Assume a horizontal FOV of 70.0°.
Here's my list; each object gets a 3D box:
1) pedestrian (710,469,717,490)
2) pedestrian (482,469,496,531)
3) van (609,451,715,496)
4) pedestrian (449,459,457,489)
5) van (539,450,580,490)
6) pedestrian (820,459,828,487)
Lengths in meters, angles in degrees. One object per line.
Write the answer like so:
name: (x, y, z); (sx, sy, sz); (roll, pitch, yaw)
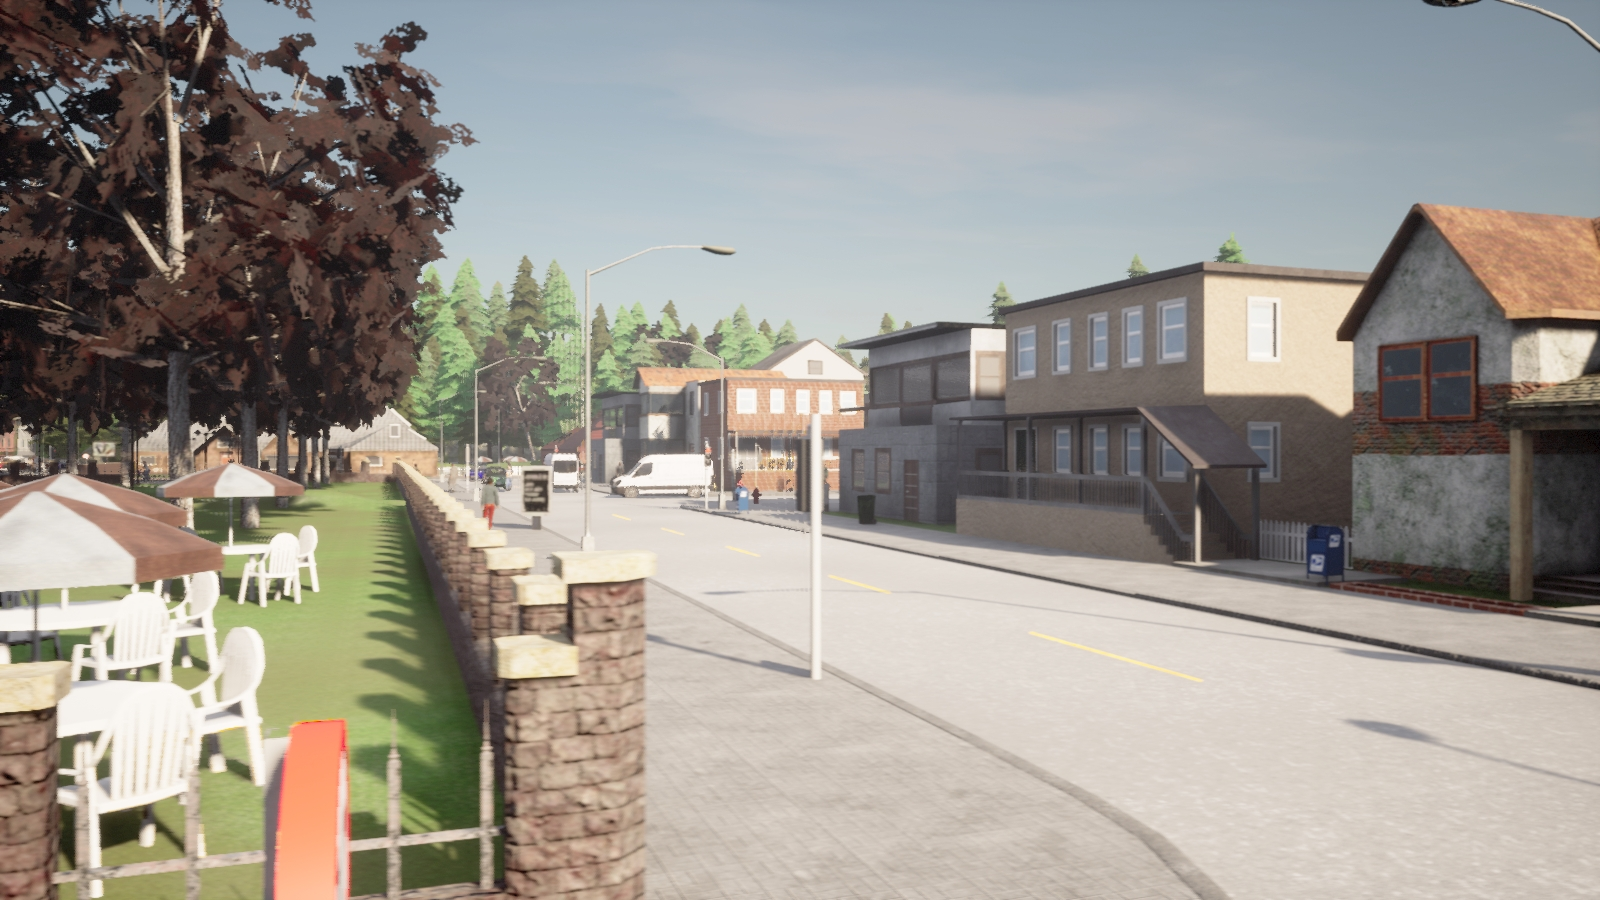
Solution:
pedestrian: (-5.291, 1.808, 69.756); (0.375, 1.300, 0.375); (0, 0, -12)
pedestrian: (-9.505, 1.525, 34.899); (0.375, 1.860, 0.375); (0, 0, -18)
van: (-8.089, 1.314, 66.815); (5.915, 2.561, 1.988); (0, 0, -16)
pedestrian: (-21.652, 1.525, 71.311); (0.375, 1.860, 0.375); (0, 0, 41)
van: (-16.390, 1.314, 77.701); (1.988, 2.561, 5.915); (0, 0, -20)
pedestrian: (1.590, 1.515, 75.409); (0.375, 1.860, 0.375); (0, 0, -20)
